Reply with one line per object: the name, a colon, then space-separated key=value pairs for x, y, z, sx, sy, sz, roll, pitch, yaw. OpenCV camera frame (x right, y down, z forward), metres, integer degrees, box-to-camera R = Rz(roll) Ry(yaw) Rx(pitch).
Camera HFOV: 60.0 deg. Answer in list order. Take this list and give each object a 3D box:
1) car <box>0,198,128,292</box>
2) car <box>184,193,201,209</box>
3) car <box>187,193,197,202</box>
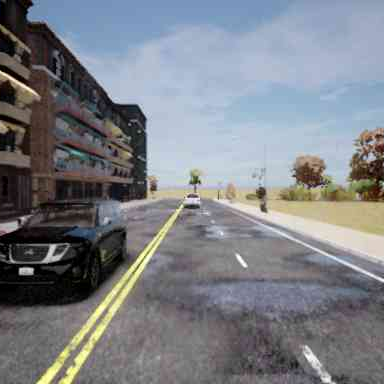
car: x=-3.256 y=1.215 z=9.299 sx=2.150 sy=2.045 sz=5.566 roll=0 pitch=0 yaw=0
car: x=0.082 y=1.257 z=46.541 sx=2.150 sy=2.045 sz=5.566 roll=0 pitch=0 yaw=0
car: x=-0.033 y=1.278 z=78.453 sx=2.150 sy=2.045 sz=5.566 roll=0 pitch=0 yaw=0
